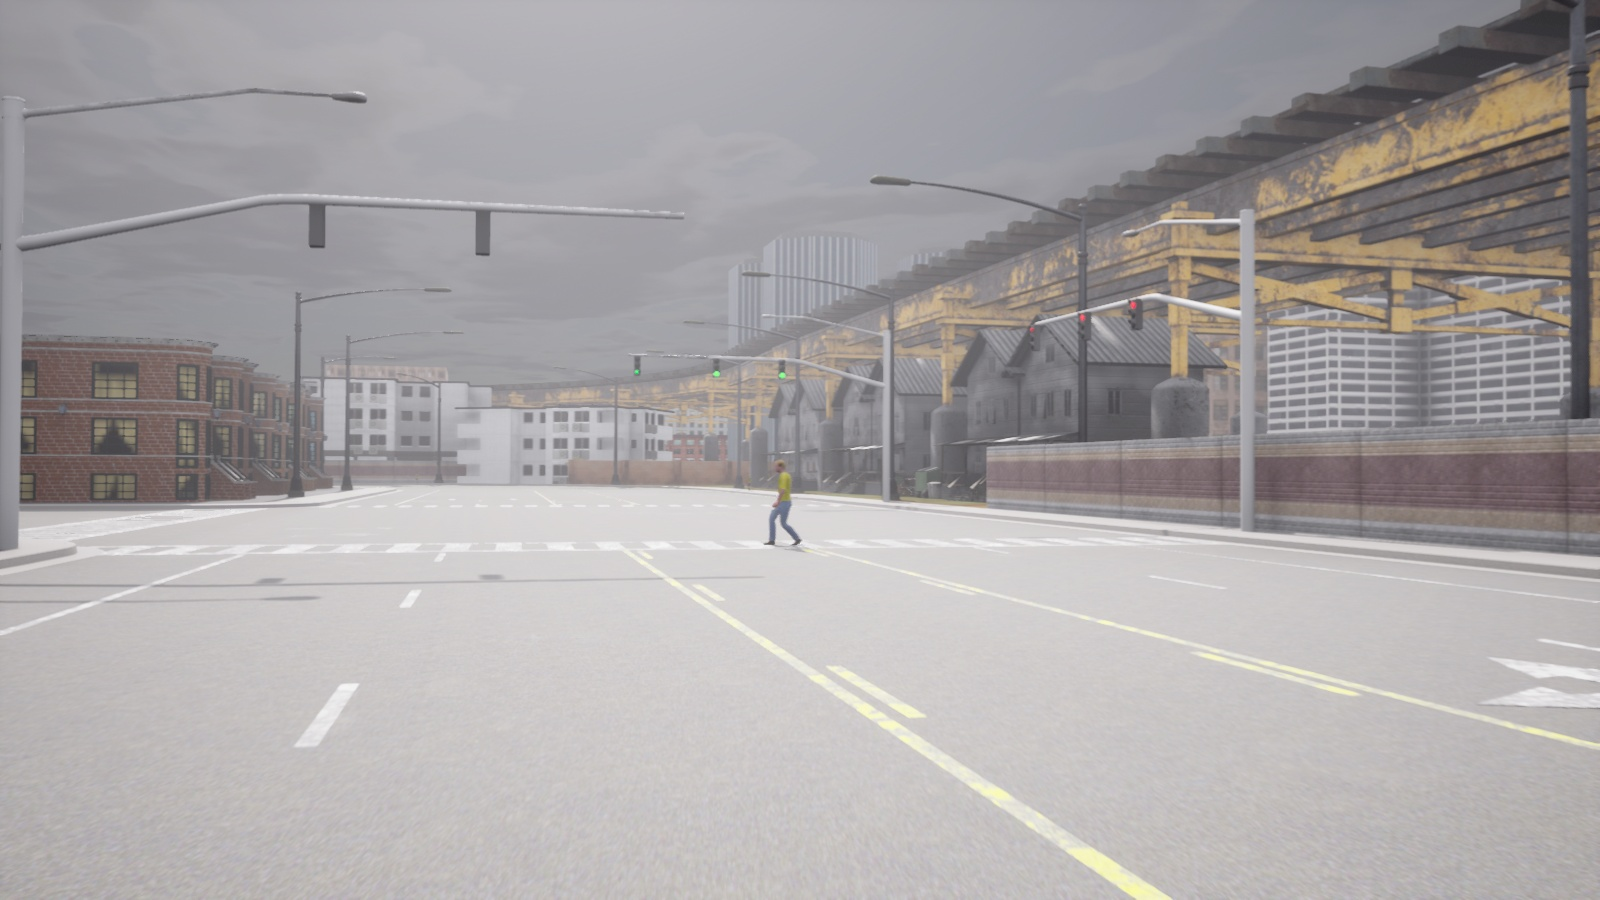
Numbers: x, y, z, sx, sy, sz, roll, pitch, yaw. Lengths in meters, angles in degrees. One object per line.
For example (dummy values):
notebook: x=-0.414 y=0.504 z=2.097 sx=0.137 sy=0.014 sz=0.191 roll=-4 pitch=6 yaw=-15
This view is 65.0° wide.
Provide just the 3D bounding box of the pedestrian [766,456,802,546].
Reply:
pedestrian: x=-0.330 y=1.035 z=25.849 sx=0.706 sy=1.836 sz=0.354 roll=0 pitch=-1 yaw=-5
